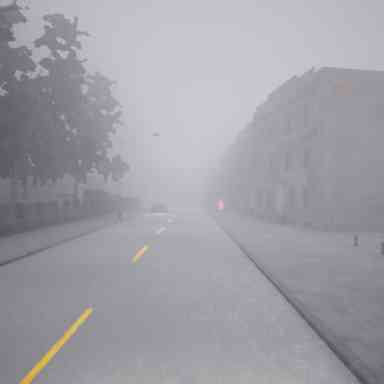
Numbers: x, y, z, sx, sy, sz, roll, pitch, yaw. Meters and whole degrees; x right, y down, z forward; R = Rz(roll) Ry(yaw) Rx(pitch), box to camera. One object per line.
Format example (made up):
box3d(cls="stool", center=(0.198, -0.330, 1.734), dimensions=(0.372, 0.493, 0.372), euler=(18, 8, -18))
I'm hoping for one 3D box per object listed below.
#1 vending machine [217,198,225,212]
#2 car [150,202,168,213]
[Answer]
box3d(cls="vending machine", center=(4.262, 1.916, 49.209), dimensions=(1.100, 2.100, 0.880), euler=(0, -1, 0))
box3d(cls="car", center=(-4.117, 1.997, 42.621), dimensions=(1.994, 1.385, 4.181), euler=(0, -1, 0))
